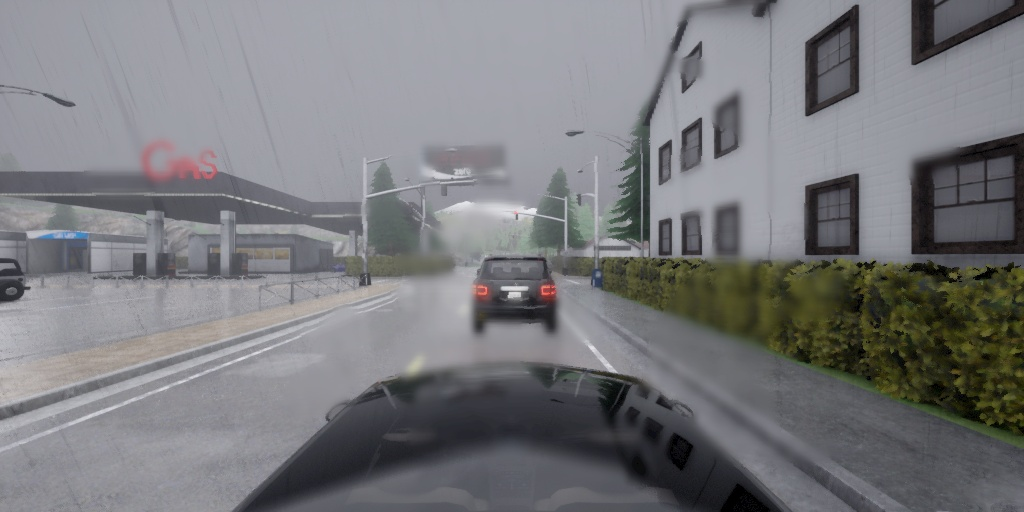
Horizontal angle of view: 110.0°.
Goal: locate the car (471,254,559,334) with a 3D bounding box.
[{"bbox_3d":[0.087,0.971,10.724,2.150,2.045,5.566,0,0,0],"label":"car"}]
